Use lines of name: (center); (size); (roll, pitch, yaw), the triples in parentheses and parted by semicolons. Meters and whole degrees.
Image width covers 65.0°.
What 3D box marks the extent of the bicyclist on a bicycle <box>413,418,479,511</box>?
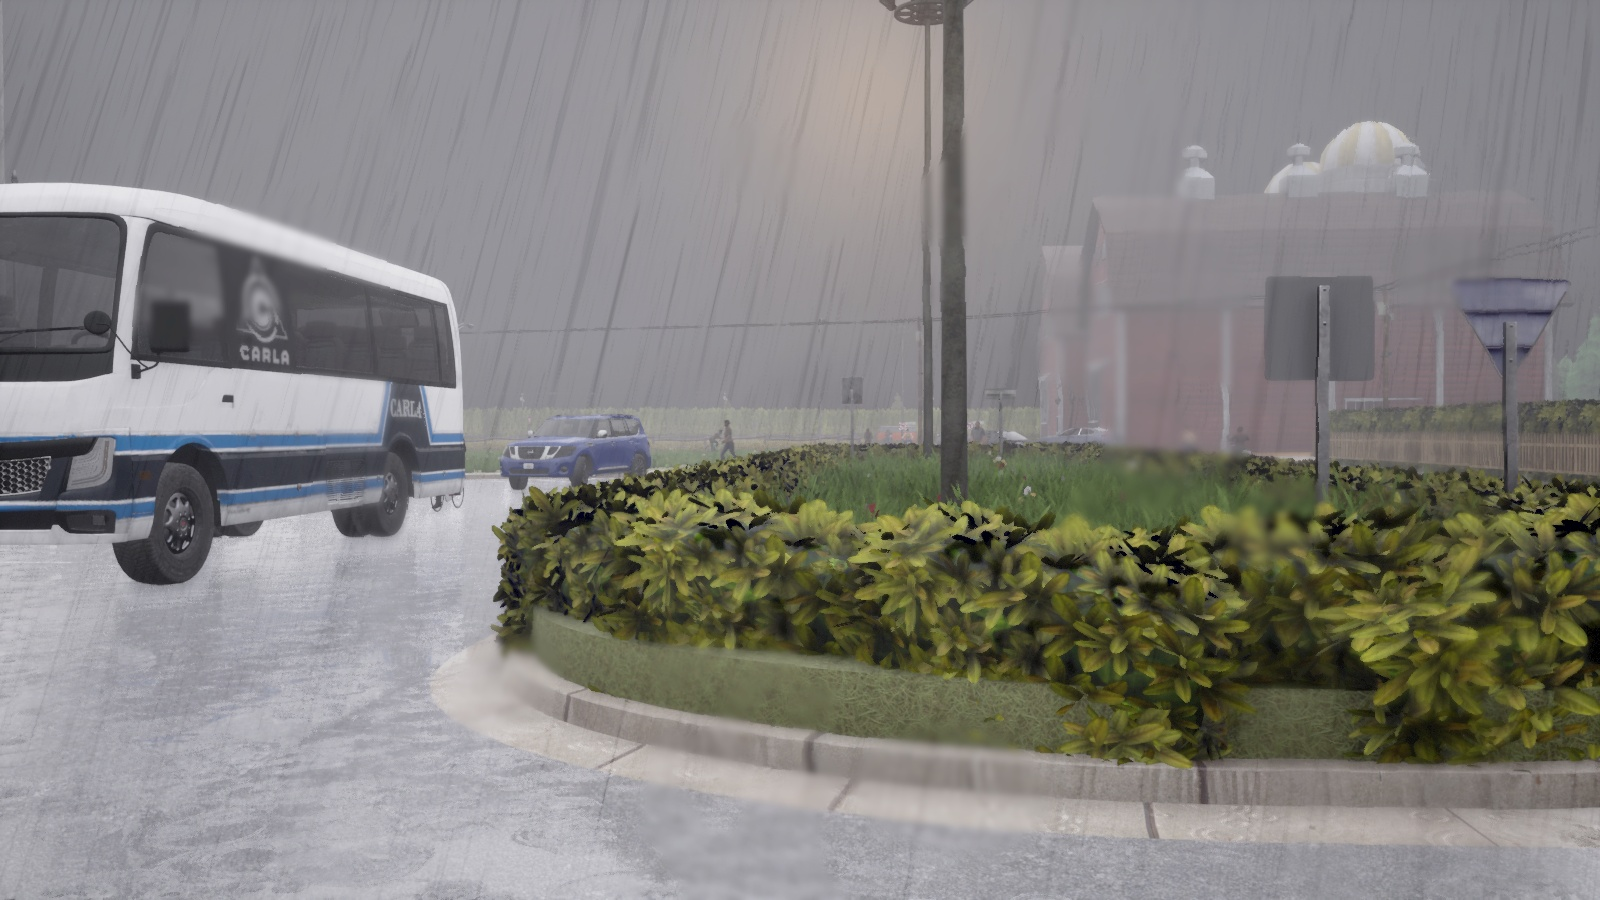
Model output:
bicyclist on a bicycle: (-6.991, 0.272, 24.884); (0.659, 1.776, 1.843); (0, 1, 5)

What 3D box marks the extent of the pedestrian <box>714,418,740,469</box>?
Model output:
pedestrian: (-2.601, -0.246, 44.842); (0.869, 1.805, 0.328); (0, 1, -25)

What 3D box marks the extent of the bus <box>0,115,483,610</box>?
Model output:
bus: (-7.655, -0.836, 16.062); (3.944, 4.253, 10.273); (0, 1, 4)

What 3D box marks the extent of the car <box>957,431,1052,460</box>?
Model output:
car: (10.809, -0.253, 66.671); (2.163, 1.488, 4.792); (0, 1, -37)

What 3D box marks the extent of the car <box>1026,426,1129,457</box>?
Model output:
car: (15.111, -0.494, 68.445); (5.027, 1.651, 2.152); (1, 1, 38)

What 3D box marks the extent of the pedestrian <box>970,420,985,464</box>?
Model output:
pedestrian: (7.596, -0.349, 53.650); (0.540, 1.848, 0.694); (0, 1, 16)

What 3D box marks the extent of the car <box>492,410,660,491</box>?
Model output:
car: (-6.077, -0.036, 34.912); (2.150, 2.045, 5.566); (1, 1, 19)
